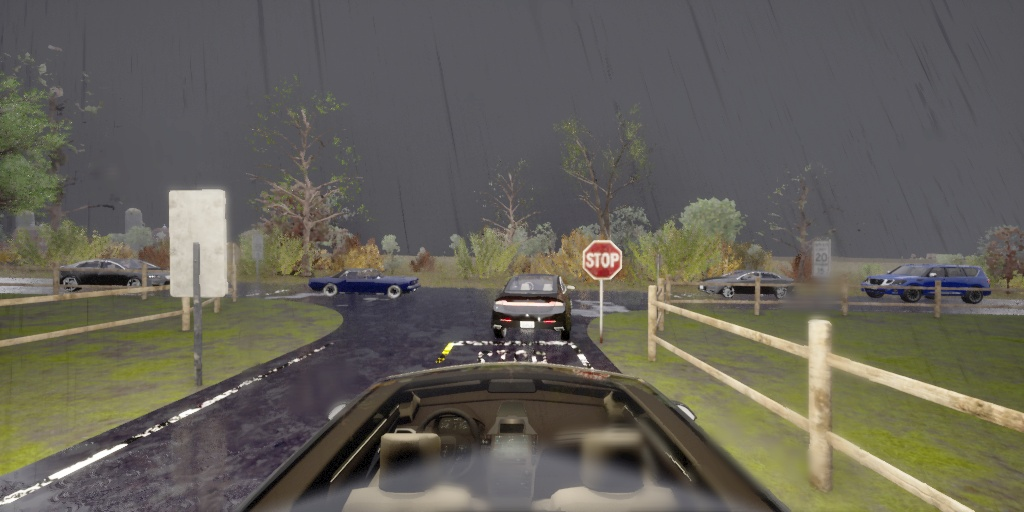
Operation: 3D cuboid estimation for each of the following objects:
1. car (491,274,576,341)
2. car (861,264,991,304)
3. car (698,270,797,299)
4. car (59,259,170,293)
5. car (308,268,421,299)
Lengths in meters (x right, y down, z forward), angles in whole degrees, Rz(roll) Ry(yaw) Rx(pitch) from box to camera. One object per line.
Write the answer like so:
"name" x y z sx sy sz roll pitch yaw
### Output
"car" 0.707 1.240 9.986 2.128 1.511 4.902 0 0 9
"car" 22.900 1.467 19.932 5.566 2.045 2.150 1 1 0
"car" 13.005 1.525 19.944 4.902 1.511 2.128 1 1 0
"car" -18.489 0.885 17.034 4.902 1.511 2.128 1 1 0
"car" -6.821 1.248 17.017 4.718 1.301 1.895 1 1 0
